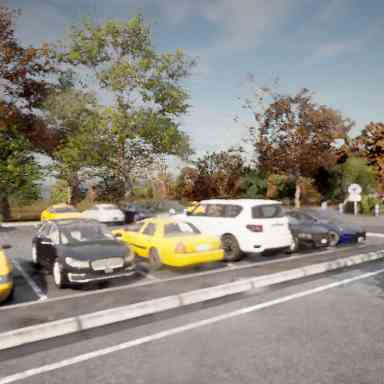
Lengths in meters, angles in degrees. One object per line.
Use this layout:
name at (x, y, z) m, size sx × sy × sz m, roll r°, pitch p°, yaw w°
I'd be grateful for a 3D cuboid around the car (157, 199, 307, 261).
car at (1.211, 1.299, 12.874) m, size 2.435 × 2.045 × 5.566 m, roll 0°, pitch 0°, yaw -35°

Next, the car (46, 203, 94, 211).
car at (-8.454, 1.534, 21.803) m, size 1.946 × 1.575 × 5.366 m, roll 0°, pitch 0°, yaw -35°

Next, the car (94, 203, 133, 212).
car at (-6.295, 1.585, 23.548) m, size 2.002 × 1.452 × 4.674 m, roll 0°, pitch 0°, yaw -35°

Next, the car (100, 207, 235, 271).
car at (-1.150, 1.539, 11.403) m, size 1.946 × 1.575 × 5.366 m, roll 0°, pitch 0°, yaw -35°

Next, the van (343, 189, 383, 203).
van at (22.464, 0.642, 43.980) m, size 1.878 × 1.987 × 4.442 m, roll 0°, pitch 1°, yaw -35°

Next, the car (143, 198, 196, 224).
car at (-1.887, 1.436, 26.695) m, size 2.185 × 1.767 × 4.553 m, roll 0°, pitch 0°, yaw -35°

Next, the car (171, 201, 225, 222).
car at (0.399, 1.569, 28.261) m, size 2.097 × 1.535 × 5.008 m, roll 0°, pitch 0°, yaw -35°

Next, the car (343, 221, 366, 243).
car at (5.782, 1.596, 16.024) m, size 2.163 × 1.488 × 4.792 m, roll 0°, pitch 0°, yaw -35°

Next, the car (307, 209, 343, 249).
car at (3.493, 1.558, 14.453) m, size 2.097 × 1.535 × 5.008 m, roll 0°, pitch 0°, yaw -35°

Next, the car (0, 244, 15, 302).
car at (-5.475, 1.522, 7.902) m, size 1.946 × 1.575 × 5.366 m, roll 0°, pitch 0°, yaw -35°

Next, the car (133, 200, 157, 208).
car at (-4.015, 1.583, 25.122) m, size 2.163 × 1.488 × 4.792 m, roll 0°, pitch 0°, yaw -35°

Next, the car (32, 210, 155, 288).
car at (-3.317, 1.534, 9.657) m, size 2.231 × 1.521 × 4.892 m, roll 0°, pitch 0°, yaw -35°
